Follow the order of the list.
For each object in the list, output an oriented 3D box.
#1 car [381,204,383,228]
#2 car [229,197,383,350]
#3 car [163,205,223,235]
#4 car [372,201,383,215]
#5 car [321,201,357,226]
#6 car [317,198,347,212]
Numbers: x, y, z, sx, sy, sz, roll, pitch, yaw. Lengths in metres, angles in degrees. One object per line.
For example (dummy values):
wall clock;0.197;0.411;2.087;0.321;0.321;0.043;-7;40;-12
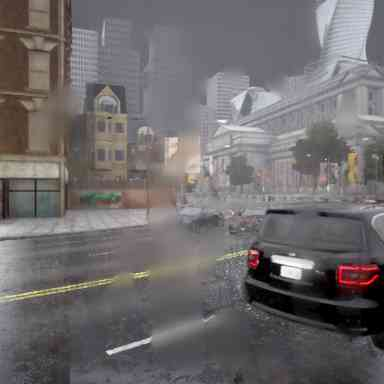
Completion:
car;12.359;1.538;19.188;2.033;1.411;5.357;0;0;24
car;3.296;1.216;6.452;5.566;2.045;2.150;0;0;-44
car;0.258;1.509;19.221;1.812;1.442;4.674;0;0;32
car;19.580;1.577;32.800;1.895;1.301;4.718;0;0;11
car;10.612;1.476;24.318;2.128;1.511;4.902;0;0;20
car;16.802;1.499;40.177;1.812;1.442;4.674;0;0;1
